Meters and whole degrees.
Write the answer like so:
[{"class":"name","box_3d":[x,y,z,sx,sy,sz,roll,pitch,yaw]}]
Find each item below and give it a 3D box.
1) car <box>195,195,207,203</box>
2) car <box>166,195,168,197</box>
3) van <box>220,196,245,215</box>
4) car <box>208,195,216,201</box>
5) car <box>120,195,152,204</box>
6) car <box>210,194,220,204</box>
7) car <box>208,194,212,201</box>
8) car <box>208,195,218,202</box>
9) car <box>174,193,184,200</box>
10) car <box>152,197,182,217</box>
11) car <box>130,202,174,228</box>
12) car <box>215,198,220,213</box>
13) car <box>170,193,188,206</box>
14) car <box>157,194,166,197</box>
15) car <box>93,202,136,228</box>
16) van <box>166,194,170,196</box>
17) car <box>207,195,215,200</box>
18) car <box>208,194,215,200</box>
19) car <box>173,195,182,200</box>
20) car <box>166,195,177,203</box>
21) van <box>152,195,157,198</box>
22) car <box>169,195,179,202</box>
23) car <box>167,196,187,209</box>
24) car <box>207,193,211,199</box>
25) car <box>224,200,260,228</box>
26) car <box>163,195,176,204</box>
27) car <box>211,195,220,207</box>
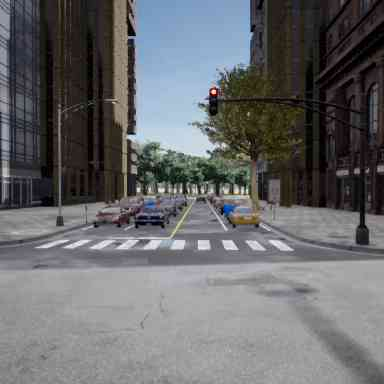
[{"class":"car","box_3d":[1.791,1.389,65.894,1.837,1.490,4.892,0,0,1]},{"class":"car","box_3d":[-4.612,1.491,44.669,2.008,1.369,4.403,-1,0,1]},{"class":"van","box_3d":[3.482,1.316,27.430,1.690,1.788,3.998,-1,0,1]},{"class":"car","box_3d":[4.764,1.429,78.527,1.802,1.307,4.206,0,0,1]},{"class":"car","box_3d":[-5.042,1.290,27.635,2.192,1.841,5.009,-1,0,1]},{"class":"car","box_3d":[4.053,1.471,50.140,1.887,1.381,4.507,-1,0,1]},{"class":"car","box_3d":[4.195,1.462,55.817,2.008,1.369,4.403,-1,0,1]},{"class":"car","box_3d":[4.621,1.415,72.849,2.008,1.369,4.403,0,0,1]},{"class":"car","box_3d":[-3.477,1.128,90.091,2.192,1.841,5.009,0,0,1]},{"class":"car","box_3d":[-2.269,1.474,31.223,1.837,1.490,4.892,0,0,2]},{"class":"car","box_3d":[-2.508,1.584,21.887,1.895,1.301,4.718,0,0,2]},{"class":"car","box_3d":[3.626,1.531,33.108,1.947,1.339,4.313,-1,0,1]},{"class":"car","box_3d":[-1.744,1.277,50.634,2.097,1.767,4.553,0,0,2]},{"class":"car","box_3d":[-4.757,1.269,38.991,2.192,1.841,5.009,-1,0,1]},{"class":"car","box_3d":[-5.181,1.565,21.956,1.802,1.307,4.206,-1,0,1]},{"class":"van","box_3d":[-4.330,1.252,56.024,1.690,1.788,3.998,0,0,1]},{"class":"car","box_3d":[5.048,1.379,89.881,1.947,1.339,4.313,0,0,1]},{"class":"car","box_3d":[4.909,1.355,84.374,1.752,1.417,4.829,0,0,1]},{"class":"car","box_3d":[-3.617,1.375,84.414,1.887,1.381,4.507,0,0,1]},{"class":"car","box_3d":[-4.044,1.425,67.380,1.887,1.381,4.507,0,0,1]},{"class":"van","box_3d":[-4.899,1.306,33.313,1.690,1.788,3.998,-1,0,1]},{"class":"car","box_3d":[-3.901,1.446,73.058,1.802,1.307,4.206,0,0,1]},{"class":"car","box_3d":[-2.032,1.551,40.530,1.895,1.301,4.718,0,0,2]},{"class":"car","box_3d":[4.335,1.211,61.494,2.192,1.841,5.009,-1,0,1]},{"class":"car","box_3d":[3.346,1.508,21.922,1.752,1.417,4.829,-1,0,1]},{"class":"car","box_3d":[-4.187,1.336,61.702,1.967,1.590,4.097,0,0,1]},{"class":"car","box_3d":[3.915,1.465,44.633,1.752,1.417,4.829,-1,0,1]}]
